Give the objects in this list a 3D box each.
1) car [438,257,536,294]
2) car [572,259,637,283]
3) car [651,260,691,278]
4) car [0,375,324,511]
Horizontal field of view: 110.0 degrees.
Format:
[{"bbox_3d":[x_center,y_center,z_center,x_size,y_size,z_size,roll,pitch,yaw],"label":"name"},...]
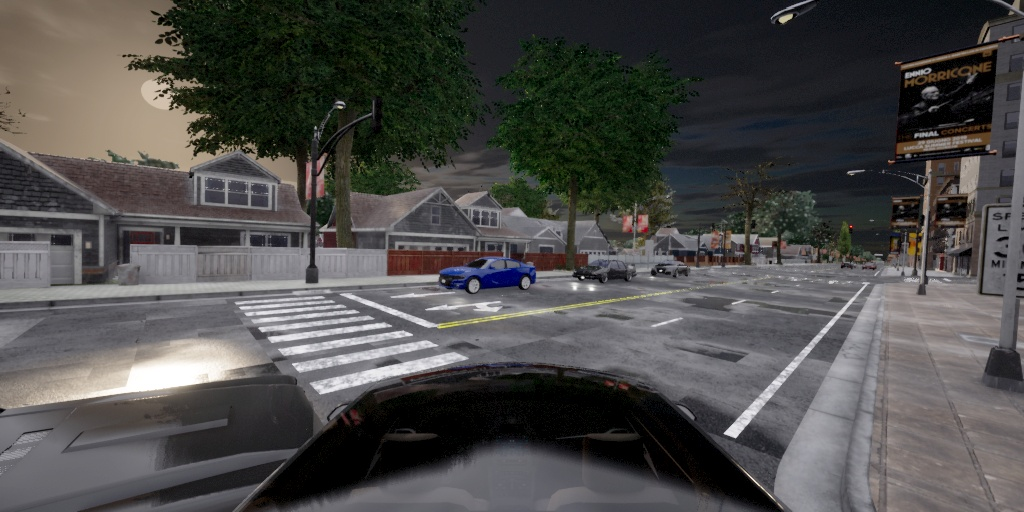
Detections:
[{"bbox_3d":[-1.014,0.786,16.551,5.008,1.535,1.882,1,2,-44],"label":"car"},{"bbox_3d":[6.200,0.929,23.421,5.357,1.411,2.033,1,2,-44],"label":"car"},{"bbox_3d":[13.446,1.023,30.292,4.181,1.385,1.994,1,2,-44],"label":"car"},{"bbox_3d":[-3.316,1.277,1.382,4.718,1.301,1.895,1,2,-34],"label":"car"}]
